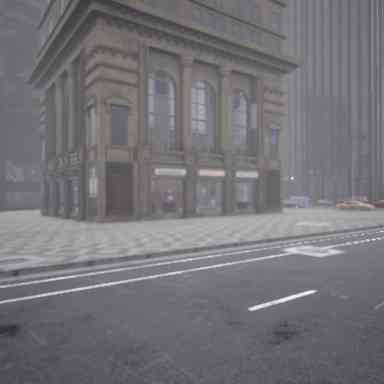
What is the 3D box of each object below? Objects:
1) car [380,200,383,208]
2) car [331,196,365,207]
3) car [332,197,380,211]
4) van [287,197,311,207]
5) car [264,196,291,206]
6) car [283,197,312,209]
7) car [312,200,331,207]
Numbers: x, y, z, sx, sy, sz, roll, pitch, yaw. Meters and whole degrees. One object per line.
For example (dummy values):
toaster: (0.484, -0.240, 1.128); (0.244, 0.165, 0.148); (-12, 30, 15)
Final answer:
car: (28.641, 1.781, 49.450); (1.887, 1.381, 4.507); (-1, 0, -35)
car: (25.696, 1.622, 53.602); (2.192, 1.841, 5.009); (-1, 0, -35)
car: (21.779, 1.804, 44.385); (1.752, 1.417, 4.829); (-1, 0, -35)
van: (19.817, 1.787, 61.906); (1.690, 1.788, 3.998); (-1, 0, -35)
car: (16.878, 1.831, 66.057); (2.192, 1.841, 5.009); (-1, 0, -35)
car: (16.025, 1.966, 52.492); (2.008, 1.369, 4.403); (-1, 0, -35)
car: (22.763, 1.959, 57.754); (1.802, 1.307, 4.206); (-1, 0, -35)
